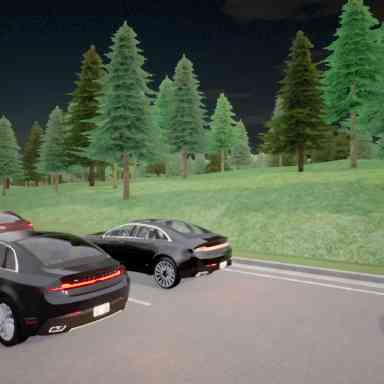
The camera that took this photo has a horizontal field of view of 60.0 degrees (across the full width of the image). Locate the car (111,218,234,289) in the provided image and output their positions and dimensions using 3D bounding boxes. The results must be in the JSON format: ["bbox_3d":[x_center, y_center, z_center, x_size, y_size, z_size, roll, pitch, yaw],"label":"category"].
[{"bbox_3d":[-1.242,1.492,9.197,4.902,1.511,2.128,0,0,35],"label":"car"}]

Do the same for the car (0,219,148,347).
[{"bbox_3d":[-3.315,1.505,6.373,4.892,1.490,1.837,0,0,36],"label":"car"}]

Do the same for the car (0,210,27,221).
[{"bbox_3d":[-8.743,1.526,14.567,4.674,1.442,1.812,0,0,36],"label":"car"}]
